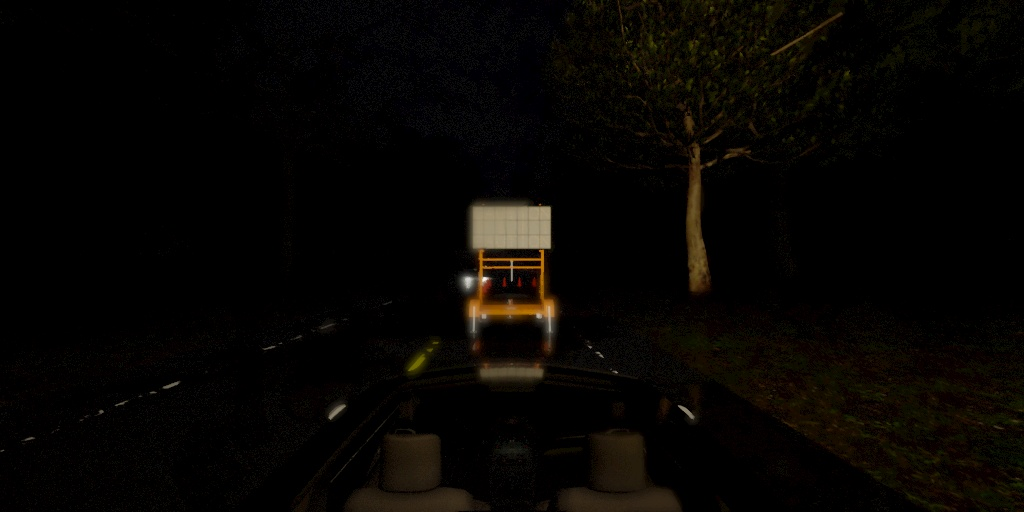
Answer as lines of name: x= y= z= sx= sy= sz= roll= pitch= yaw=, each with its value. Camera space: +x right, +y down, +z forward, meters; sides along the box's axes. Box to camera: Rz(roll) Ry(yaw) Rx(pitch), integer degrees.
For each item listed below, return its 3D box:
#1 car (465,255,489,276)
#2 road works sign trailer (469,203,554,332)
car: x=-3.533 y=0.964 z=37.092 sx=2.150 sy=2.045 sz=5.566 roll=0 pitch=0 yaw=0
road works sign trailer: x=-0.007 y=0.217 z=10.804 sx=2.380 sy=3.560 sz=2.880 roll=0 pitch=0 yaw=0
